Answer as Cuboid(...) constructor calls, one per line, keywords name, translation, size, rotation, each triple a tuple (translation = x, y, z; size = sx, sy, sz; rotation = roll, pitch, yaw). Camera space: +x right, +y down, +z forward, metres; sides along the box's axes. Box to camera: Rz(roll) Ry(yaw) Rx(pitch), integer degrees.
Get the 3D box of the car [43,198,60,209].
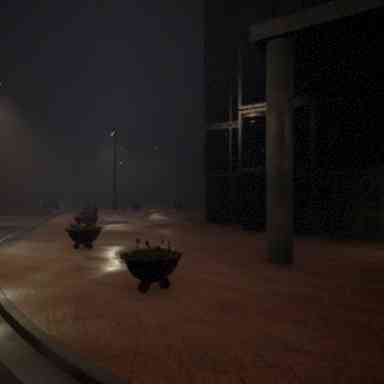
Cuboid(name="car", translation=(-19.557, 1.590, 46.347), size=(2.128, 1.511, 4.902), rotation=(0, 0, -16))
